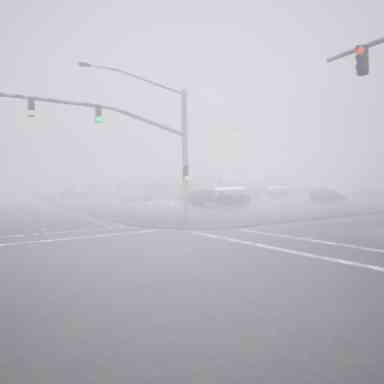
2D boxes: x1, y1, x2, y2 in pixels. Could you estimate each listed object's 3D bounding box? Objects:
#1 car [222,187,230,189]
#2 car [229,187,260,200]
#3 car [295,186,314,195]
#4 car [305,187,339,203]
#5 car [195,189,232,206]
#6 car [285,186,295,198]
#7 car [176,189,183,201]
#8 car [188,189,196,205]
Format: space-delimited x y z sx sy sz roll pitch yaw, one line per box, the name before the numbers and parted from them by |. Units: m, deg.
car | 8.407 0.288 64.883 3.905 1.438 1.784 -2 1 -32
car | 9.862 0.088 62.376 4.605 1.855 1.932 -2 1 -32
car | 24.787 -0.311 71.543 3.866 1.878 1.905 -2 1 -32
car | 18.770 0.379 48.019 3.806 1.475 1.970 -2 1 -32
car | 2.883 0.708 45.051 3.806 1.475 1.970 -2 1 -32
car | 23.288 -0.081 74.021 3.806 1.475 1.970 -2 1 -32
car | -0.078 0.450 49.778 4.605 1.855 1.932 -2 1 -32
car | 1.370 0.667 47.519 3.905 1.438 1.784 -2 1 -32
